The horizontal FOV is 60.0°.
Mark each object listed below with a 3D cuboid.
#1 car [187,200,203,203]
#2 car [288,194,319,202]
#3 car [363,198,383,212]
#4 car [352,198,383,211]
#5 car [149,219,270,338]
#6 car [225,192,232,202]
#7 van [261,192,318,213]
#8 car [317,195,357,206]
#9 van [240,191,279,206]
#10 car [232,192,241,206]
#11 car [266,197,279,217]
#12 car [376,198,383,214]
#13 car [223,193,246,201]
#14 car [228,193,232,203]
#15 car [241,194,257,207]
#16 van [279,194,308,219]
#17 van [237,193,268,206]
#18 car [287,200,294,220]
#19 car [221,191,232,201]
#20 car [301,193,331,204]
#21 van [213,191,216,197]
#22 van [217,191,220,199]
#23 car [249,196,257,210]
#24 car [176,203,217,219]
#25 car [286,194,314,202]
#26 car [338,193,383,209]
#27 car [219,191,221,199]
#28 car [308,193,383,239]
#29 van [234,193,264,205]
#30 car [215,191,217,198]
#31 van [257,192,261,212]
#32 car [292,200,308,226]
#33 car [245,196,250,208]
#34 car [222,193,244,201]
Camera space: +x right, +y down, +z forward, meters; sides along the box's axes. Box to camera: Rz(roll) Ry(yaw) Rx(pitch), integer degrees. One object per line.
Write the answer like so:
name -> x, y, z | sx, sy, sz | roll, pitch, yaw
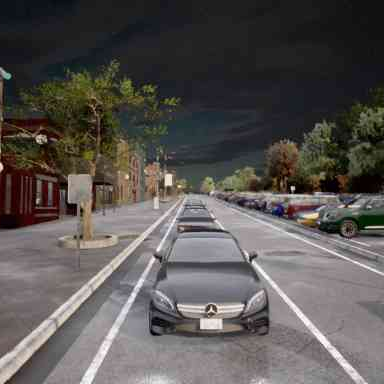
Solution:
car -> 0.233, 1.443, 29.851 | 2.128, 1.511, 4.902 | 0, 0, 0
car -> 21.862, 1.209, 65.173 | 5.366, 1.575, 1.946 | 0, 0, 0
car -> 22.202, 1.469, 37.411 | 4.792, 1.488, 2.163 | 0, 0, 0
car -> 22.242, 1.452, 40.194 | 4.792, 1.488, 2.163 | 0, 0, 0
car -> 0.256, 1.524, 6.824 | 1.812, 1.442, 4.674 | 0, 0, 0
car -> 8.986, 1.280, 61.887 | 4.674, 1.452, 2.002 | 0, 1, 0
van -> 9.078, 1.230, 31.045 | 4.442, 1.987, 1.878 | 0, 0, 0
car -> 22.325, 1.333, 51.298 | 5.366, 1.575, 1.946 | 0, 1, 0
van -> 9.217, 1.163, 45.068 | 4.442, 1.987, 1.878 | 0, 0, 0
car -> 9.054, 1.113, 47.867 | 5.566, 2.045, 2.435 | 0, 1, 0
car -> 9.208, 1.460, 28.239 | 5.008, 1.535, 2.097 | 0, 0, 0
car -> 22.435, 1.444, 34.640 | 5.366, 1.575, 1.946 | 0, 0, 0
car -> 8.902, 1.039, 70.294 | 4.553, 1.767, 2.185 | 0, 1, 0
car -> 9.020, 1.291, 56.280 | 4.892, 1.521, 2.231 | 0, 1, 0
car -> 9.126, 1.409, 42.262 | 4.892, 1.521, 2.231 | 0, 0, 0
van -> 9.348, 1.237, 25.436 | 4.442, 1.987, 1.878 | 0, 0, 0
van -> 9.180, 1.114, 50.673 | 4.442, 1.987, 1.878 | 0, 1, 0
car -> 9.253, 1.506, 22.632 | 4.674, 1.452, 2.002 | 0, 0, 0
car -> 8.942, 0.964, 64.687 | 5.566, 2.045, 2.435 | 0, 1, 0
car -> 22.115, 1.136, 59.624 | 4.553, 1.767, 2.185 | 0, 1, 0
van -> 8.685, 0.765, 89.914 | 4.442, 1.987, 1.878 | 0, 1, 0
van -> 8.760, 0.864, 78.702 | 4.442, 1.987, 1.878 | 0, 1, 0
car -> 9.186, 1.470, 36.651 | 4.792, 1.488, 2.163 | 0, 0, 0
car -> 0.201, 1.532, 17.403 | 2.033, 1.411, 5.357 | 0, 0, 0
car -> 22.034, 1.188, 67.951 | 4.892, 1.521, 2.231 | 0, 1, 0
car -> 22.166, 1.153, 42.967 | 5.566, 2.045, 2.435 | 0, 0, 0
car -> 8.923, 0.939, 67.490 | 5.566, 2.045, 2.435 | 0, 1, 0
car -> 9.259, 1.221, 17.025 | 5.566, 2.045, 2.435 | 0, 0, 0
van -> 9.161, 1.089, 53.476 | 4.442, 1.987, 1.878 | 0, 1, 0
car -> 8.853, 1.065, 81.508 | 5.008, 1.535, 2.097 | 0, 1, 0
van -> 9.292, 1.222, 33.848 | 4.442, 1.987, 1.878 | 0, 0, 0
car -> 9.083, 1.466, 19.828 | 5.366, 1.575, 1.946 | 0, 0, 0
car -> 9.135, 1.466, 39.459 | 4.674, 1.452, 2.002 | 0, 0, 0
car -> 8.883, 1.014, 73.098 | 4.553, 1.767, 2.185 | 0, 1, 0
